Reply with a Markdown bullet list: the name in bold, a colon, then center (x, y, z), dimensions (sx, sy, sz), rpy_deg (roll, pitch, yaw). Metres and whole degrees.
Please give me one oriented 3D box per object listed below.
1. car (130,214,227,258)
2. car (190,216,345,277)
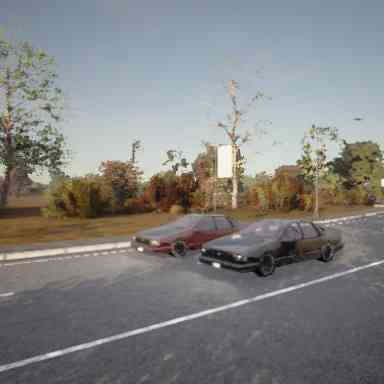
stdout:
- **car**: center (0.329, 1.576, 13.068), dimensions (5.357, 1.411, 2.033), rpy_deg (0, 0, -38)
- **car**: center (2.752, 1.566, 10.516), dimensions (5.357, 1.411, 2.033), rpy_deg (0, 0, -38)
